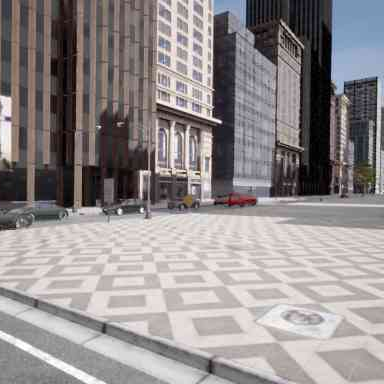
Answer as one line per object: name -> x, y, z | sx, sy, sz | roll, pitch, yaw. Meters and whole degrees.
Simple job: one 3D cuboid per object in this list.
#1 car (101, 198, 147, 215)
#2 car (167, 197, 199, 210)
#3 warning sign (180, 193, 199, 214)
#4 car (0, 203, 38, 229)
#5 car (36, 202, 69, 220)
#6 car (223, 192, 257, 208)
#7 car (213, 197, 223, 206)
car -> -6.435, 1.377, 31.988 | 1.837, 1.490, 4.892 | 1, 1, 35
car -> -0.989, 1.340, 39.681 | 1.837, 1.490, 4.892 | 1, 1, 35
warning sign -> -0.242, 1.076, 30.668 | 1.300, 1.860, 1.060 | 1, 1, 35
car -> -11.633, 1.541, 19.306 | 1.994, 1.385, 4.181 | 1, 1, 37
car -> -11.447, 1.470, 24.911 | 1.994, 1.385, 4.181 | 1, 1, 35
car -> 6.903, 1.072, 45.294 | 2.150, 2.045, 5.566 | 1, 1, 35
car -> 4.969, 1.394, 48.036 | 1.895, 1.301, 4.718 | 1, 1, 36
